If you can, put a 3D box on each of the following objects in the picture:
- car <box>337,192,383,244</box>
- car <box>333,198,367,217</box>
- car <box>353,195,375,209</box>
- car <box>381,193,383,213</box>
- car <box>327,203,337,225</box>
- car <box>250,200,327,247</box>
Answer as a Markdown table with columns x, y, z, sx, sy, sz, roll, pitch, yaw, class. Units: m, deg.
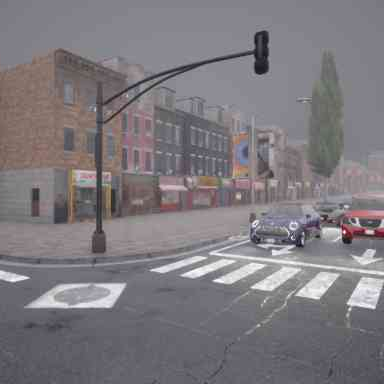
| x | y | z | sx | sy | sz | roll | pitch | yaw | class |
| --- | --- | --- | --- | --- | --- | --- | --- | --- | --- |
| 8.265 | 1.152 | 14.979 | 2.150 | 2.045 | 5.566 | 0 | 0 | 33 | car |
| 14.519 | 1.305 | 30.344 | 2.033 | 1.411 | 5.357 | 0 | 1 | 34 | car |
| 20.390 | 1.138 | 39.275 | 1.837 | 1.490 | 4.892 | 0 | 1 | 34 | car |
| 19.641 | 1.059 | 32.186 | 2.097 | 1.767 | 4.553 | 0 | 1 | 34 | car |
| 9.031 | 1.435 | 22.043 | 1.994 | 1.385 | 4.181 | 0 | 1 | 34 | car |
| 4.305 | 1.298 | 14.856 | 2.097 | 1.767 | 4.553 | 0 | 0 | 33 | car |
